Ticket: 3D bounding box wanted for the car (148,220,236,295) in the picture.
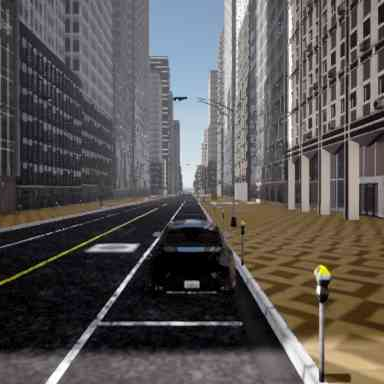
[{"bbox_3d":[-0.001,1.490,8.651,1.837,1.490,4.892,0,0,0],"label":"car"}]
